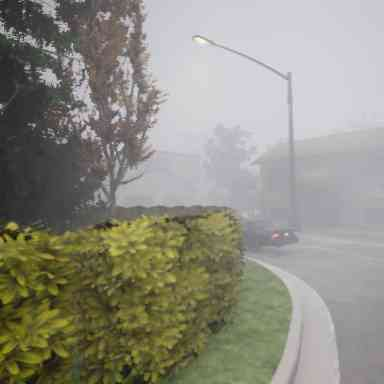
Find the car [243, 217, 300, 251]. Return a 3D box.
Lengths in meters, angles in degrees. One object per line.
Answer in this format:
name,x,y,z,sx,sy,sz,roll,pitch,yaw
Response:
car,2.665,1.971,16.466,2.033,1.411,5.357,0,-2,-35
